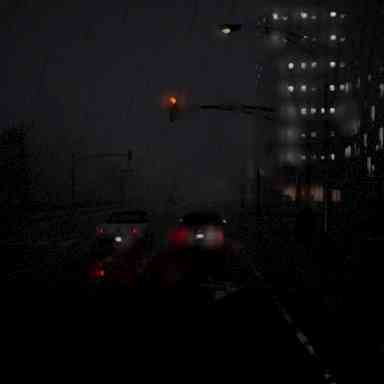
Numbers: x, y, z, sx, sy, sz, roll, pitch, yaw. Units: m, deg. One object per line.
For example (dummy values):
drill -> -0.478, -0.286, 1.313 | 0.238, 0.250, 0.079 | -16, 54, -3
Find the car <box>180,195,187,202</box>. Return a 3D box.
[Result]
car -> -2.145, 1.258, 66.815 | 2.128, 1.511, 4.902 | 0, 0, 5

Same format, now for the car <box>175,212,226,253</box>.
car -> 0.406, 1.497, 13.478 | 2.033, 1.411, 5.357 | 0, 0, 3

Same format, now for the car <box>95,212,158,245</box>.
car -> -2.751, 1.543, 15.239 | 1.895, 1.301, 4.718 | 0, 0, 3

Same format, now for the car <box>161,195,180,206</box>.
car -> -3.476, 1.287, 51.317 | 1.882, 1.535, 5.008 | 0, 0, 5
